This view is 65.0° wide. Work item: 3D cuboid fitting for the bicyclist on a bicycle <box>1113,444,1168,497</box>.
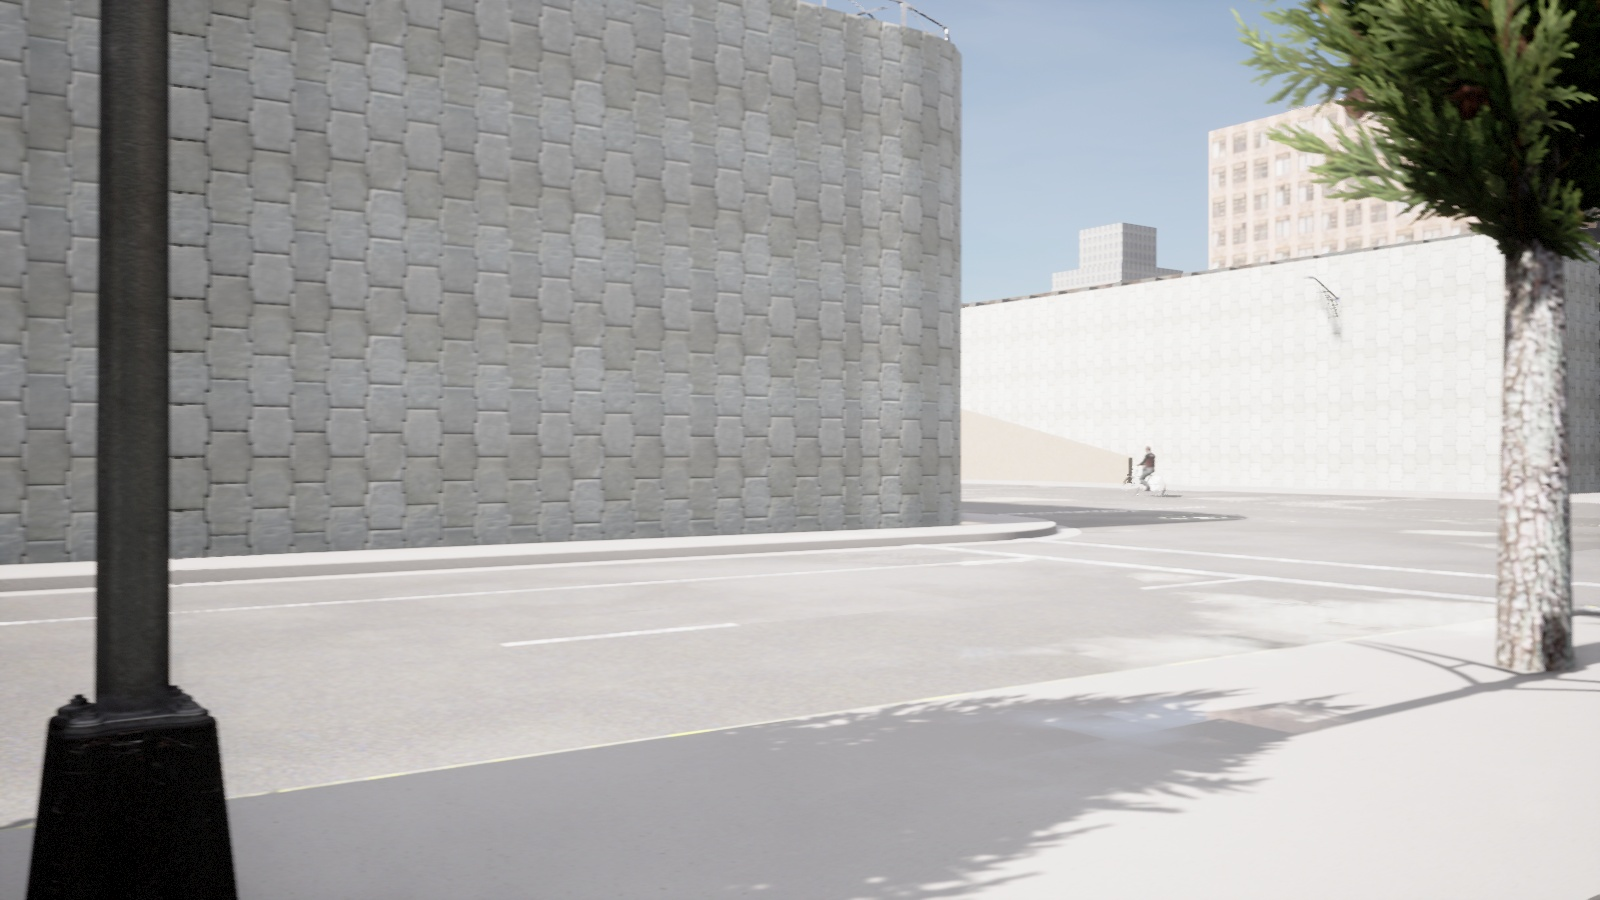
[{"bbox_3d":[11.765,0.695,43.454,0.659,1.776,1.843,0,0,-34],"label":"bicyclist on a bicycle"}]
